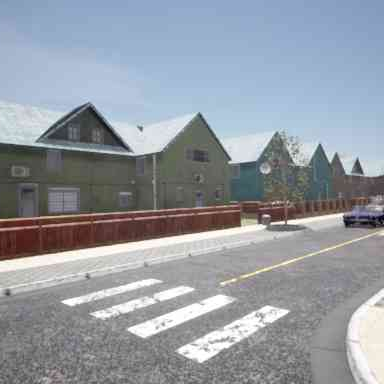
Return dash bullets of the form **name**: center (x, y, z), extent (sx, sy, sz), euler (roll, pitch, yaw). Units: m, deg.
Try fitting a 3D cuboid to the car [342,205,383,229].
- **car**: center (11.372, 1.554, 21.392), extent (1.895, 1.301, 4.718), euler (-2, -1, 44)
